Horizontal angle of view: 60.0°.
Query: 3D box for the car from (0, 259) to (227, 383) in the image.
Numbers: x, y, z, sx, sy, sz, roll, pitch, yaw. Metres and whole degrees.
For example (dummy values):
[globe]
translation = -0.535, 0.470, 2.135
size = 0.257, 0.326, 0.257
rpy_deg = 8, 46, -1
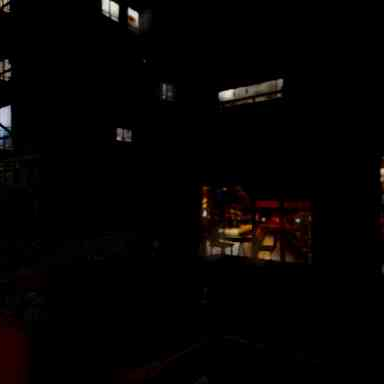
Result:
[car]
translation = -1.741, 1.552, 4.226
size = 4.507, 1.381, 1.887
rpy_deg = 0, -1, 36
